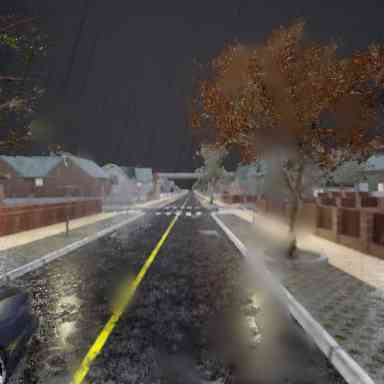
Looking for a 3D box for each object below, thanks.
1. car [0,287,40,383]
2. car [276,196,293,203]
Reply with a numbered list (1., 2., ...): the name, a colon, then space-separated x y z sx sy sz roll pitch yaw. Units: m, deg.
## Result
1. car: -2.849 1.544 1.906 2.033 1.411 5.357 0 0 0
2. car: 11.426 1.243 38.830 5.008 1.535 1.882 -1 2 0
